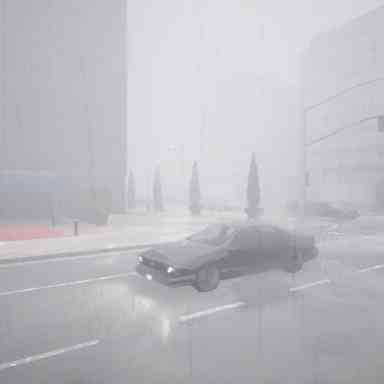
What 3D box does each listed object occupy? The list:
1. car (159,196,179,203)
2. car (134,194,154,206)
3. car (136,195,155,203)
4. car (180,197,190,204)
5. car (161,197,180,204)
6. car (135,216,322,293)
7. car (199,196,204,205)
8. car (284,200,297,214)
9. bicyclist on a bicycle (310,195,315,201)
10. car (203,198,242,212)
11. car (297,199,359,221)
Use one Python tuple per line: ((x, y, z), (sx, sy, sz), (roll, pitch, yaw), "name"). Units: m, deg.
((-4.859, 1.601, 69.491), (1.895, 1.301, 4.718), (0, 0, -35), "car")
((-8.221, 1.493, 55.683), (2.128, 1.511, 4.902), (0, 0, -34), "car")
((-9.874, 1.520, 70.413), (2.128, 1.511, 4.902), (0, 0, -35), "car")
((0.269, 1.352, 62.154), (2.097, 1.767, 4.553), (0, 0, -35), "car")
((-4.158, 1.547, 62.386), (2.033, 1.411, 5.357), (0, 0, -35), "car")
((1.219, 1.547, 9.064), (5.357, 1.411, 2.033), (0, 0, -35), "car")
((2.919, 1.526, 45.745), (1.812, 1.442, 4.674), (0, 0, -35), "car")
((11.548, 1.505, 33.339), (1.837, 1.490, 4.892), (0, 0, -35), "car")
((16.857, 1.301, 46.689), (1.656, 1.620, 0.582), (0, 0, -35), "bicyclist on a bicycle")
((3.732, 1.526, 38.447), (1.812, 1.442, 4.674), (0, 0, -35), "car")
((11.211, 1.525, 27.142), (1.812, 1.442, 4.674), (0, 0, -29), "car")
